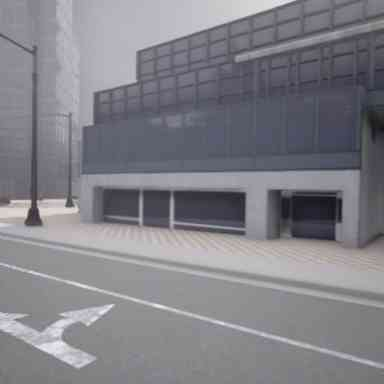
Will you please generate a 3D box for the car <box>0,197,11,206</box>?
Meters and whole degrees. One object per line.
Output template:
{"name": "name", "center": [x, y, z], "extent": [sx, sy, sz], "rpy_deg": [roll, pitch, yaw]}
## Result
{"name": "car", "center": [-23.477, 0.948, 37.493], "extent": [2.033, 1.411, 5.357], "rpy_deg": [1, 1, 36]}
